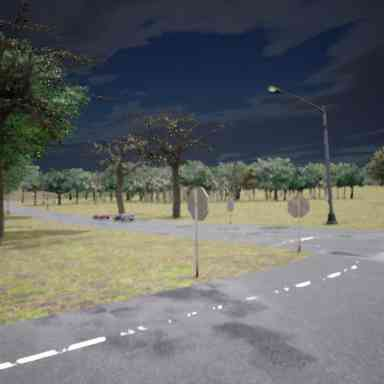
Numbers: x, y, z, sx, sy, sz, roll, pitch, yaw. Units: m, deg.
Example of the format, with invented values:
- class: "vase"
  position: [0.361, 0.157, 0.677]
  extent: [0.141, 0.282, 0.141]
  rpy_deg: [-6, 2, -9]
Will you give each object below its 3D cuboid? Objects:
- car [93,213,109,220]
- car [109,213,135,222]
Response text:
- class: "car"
  position: [-16.692, 4.464, 61.021]
  extent: [1.895, 1.301, 4.718]
  rpy_deg: [-2, -1, -34]
- class: "car"
  position: [-10.758, 3.972, 52.379]
  extent: [2.033, 1.411, 5.357]
  rpy_deg: [-2, -1, -34]
